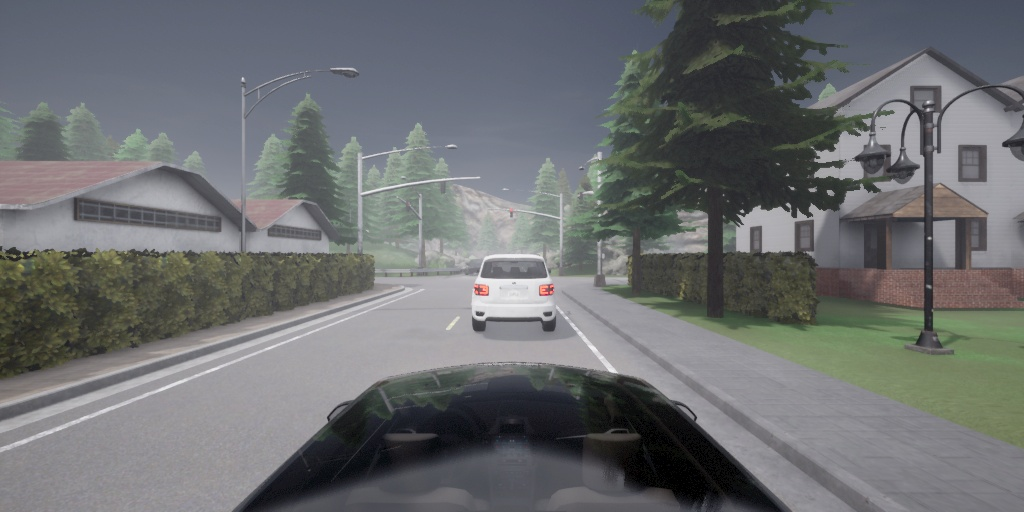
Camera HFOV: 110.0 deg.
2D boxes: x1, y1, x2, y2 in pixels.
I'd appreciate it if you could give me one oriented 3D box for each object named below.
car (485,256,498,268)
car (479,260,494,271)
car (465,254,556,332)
[{"bbox_3d":[-3.736,0.972,64.530,2.150,2.045,5.566,0,0,-4],"label":"car"},{"bbox_3d":[-3.594,1.276,50.649,1.812,1.442,4.674,0,0,0],"label":"car"},{"bbox_3d":[0.064,0.971,11.048,2.150,2.045,5.566,0,0,0],"label":"car"}]
